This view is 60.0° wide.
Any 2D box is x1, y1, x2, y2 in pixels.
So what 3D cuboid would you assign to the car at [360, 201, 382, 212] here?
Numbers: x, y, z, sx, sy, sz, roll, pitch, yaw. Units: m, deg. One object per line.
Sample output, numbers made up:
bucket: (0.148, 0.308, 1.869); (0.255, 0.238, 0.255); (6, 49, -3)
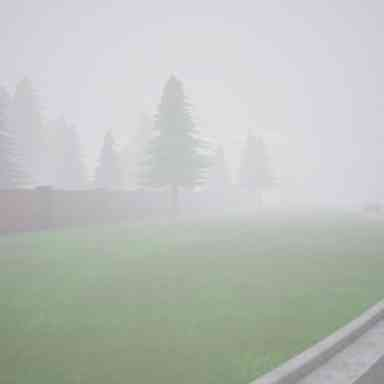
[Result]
car: (23.307, 1.855, 43.471); (1.994, 1.385, 4.181); (0, 0, 18)
